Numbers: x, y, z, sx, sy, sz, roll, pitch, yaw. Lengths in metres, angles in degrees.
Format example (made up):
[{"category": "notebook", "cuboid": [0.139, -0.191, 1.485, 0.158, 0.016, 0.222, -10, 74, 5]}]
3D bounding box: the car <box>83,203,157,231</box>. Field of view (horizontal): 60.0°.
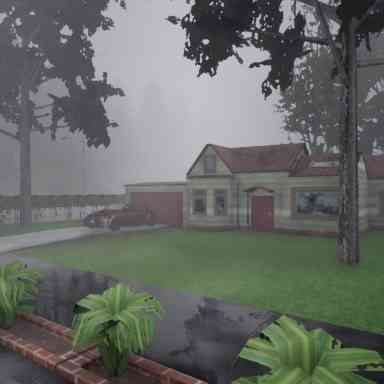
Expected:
[{"category": "car", "cuboid": [-3.849, 1.300, 18.360, 1.994, 1.381, 4.181, 0, 0, 35]}]
